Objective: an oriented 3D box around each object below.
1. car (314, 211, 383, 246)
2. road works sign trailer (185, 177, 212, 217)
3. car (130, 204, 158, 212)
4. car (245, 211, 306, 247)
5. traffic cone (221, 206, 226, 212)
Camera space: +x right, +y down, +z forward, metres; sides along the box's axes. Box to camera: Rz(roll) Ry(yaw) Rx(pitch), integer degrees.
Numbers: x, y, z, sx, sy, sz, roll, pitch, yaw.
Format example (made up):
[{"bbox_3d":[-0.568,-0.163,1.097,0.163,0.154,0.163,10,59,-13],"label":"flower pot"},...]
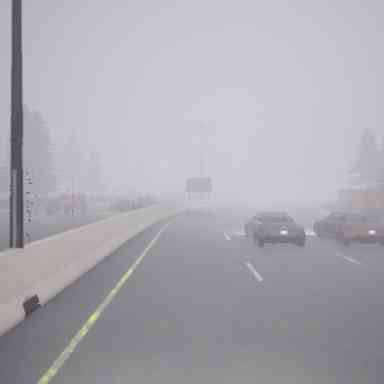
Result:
[{"bbox_3d":[7.116,1.556,15.120,1.994,1.385,4.181,0,0,0],"label":"car"},{"bbox_3d":[0.691,0.450,30.997,2.380,3.560,2.880,0,0,10],"label":"road works sign trailer"},{"bbox_3d":[-5.283,1.334,36.761,2.097,1.767,4.553,0,0,11],"label":"car"},{"bbox_3d":[3.616,1.557,15.053,1.994,1.385,4.181,0,0,0],"label":"car"},{"bbox_3d":[3.425,1.938,37.611,0.340,0.580,0.340,0,0,10],"label":"traffic cone"}]
